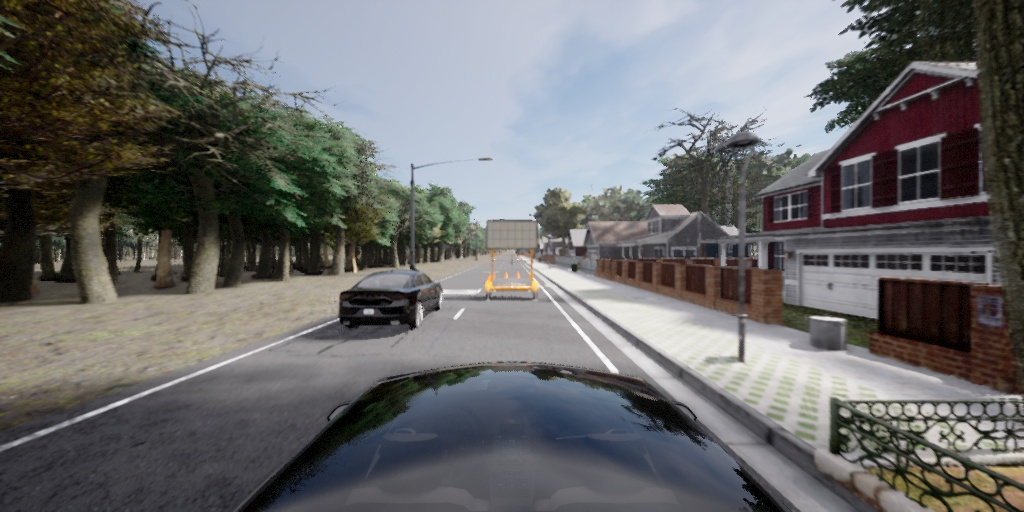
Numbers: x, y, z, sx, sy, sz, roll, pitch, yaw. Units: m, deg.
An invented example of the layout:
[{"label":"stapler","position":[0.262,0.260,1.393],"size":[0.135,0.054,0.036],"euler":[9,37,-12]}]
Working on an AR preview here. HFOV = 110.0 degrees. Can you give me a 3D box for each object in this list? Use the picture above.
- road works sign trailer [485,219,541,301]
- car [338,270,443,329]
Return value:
[{"label":"road works sign trailer","position":[0.000,0.096,16.475],"size":[2.380,3.560,2.880],"euler":[0,0,0]},{"label":"car","position":[-3.399,1.151,10.982],"size":[1.882,1.535,5.008],"euler":[0,0,0]}]
